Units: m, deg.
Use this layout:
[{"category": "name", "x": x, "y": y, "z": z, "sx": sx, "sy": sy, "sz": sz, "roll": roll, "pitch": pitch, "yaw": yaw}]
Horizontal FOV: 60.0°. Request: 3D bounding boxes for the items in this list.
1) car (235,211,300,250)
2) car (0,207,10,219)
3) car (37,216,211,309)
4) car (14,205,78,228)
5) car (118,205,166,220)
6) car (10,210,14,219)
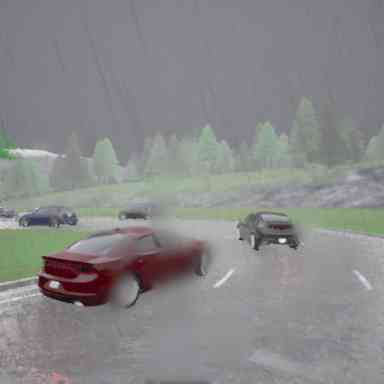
[{"category": "car", "x": 3.292, "y": 1.646, "z": 15.171, "sx": 1.837, "sy": 1.490, "sz": 4.892, "roll": 1, "pitch": -1, "yaw": -4}, {"category": "car", "x": -22.823, "y": 2.442, "z": 38.726, "sx": 5.357, "sy": 1.411, "sz": 2.033, "roll": -1, "pitch": -1, "yaw": 25}, {"category": "car", "x": -1.295, "y": 1.614, "z": 8.420, "sx": 1.882, "sy": 1.535, "sz": 5.008, "roll": 0, "pitch": 0, "yaw": 32}, {"category": "car", "x": -11.398, "y": 1.892, "z": 26.422, "sx": 4.553, "sy": 1.767, "sz": 2.097, "roll": -1, "pitch": -1, "yaw": 22}, {"category": "car", "x": -4.729, "y": 1.976, "z": 31.315, "sx": 4.902, "sy": 1.511, "sz": 2.128, "roll": -1, "pitch": -1, "yaw": 28}, {"category": "car", "x": -14.360, "y": 2.179, "z": 31.353, "sx": 4.674, "sy": 1.442, "sz": 1.812, "roll": -1, "pitch": -1, "yaw": 21}]
